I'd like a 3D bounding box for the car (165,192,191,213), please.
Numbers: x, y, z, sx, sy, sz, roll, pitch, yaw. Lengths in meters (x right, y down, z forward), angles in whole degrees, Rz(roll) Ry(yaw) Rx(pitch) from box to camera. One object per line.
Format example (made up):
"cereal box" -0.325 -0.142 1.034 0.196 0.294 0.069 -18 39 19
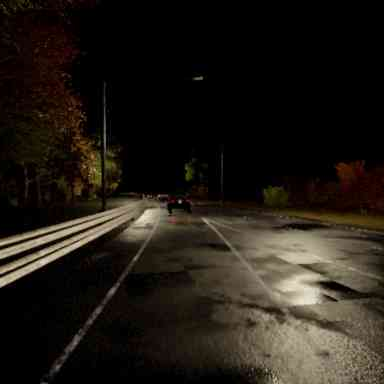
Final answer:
"car" -1.409 1.061 34.617 2.150 2.045 5.566 0 0 -6

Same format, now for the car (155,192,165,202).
"car" -5.403 1.166 64.668 2.033 1.411 5.357 0 0 -11
